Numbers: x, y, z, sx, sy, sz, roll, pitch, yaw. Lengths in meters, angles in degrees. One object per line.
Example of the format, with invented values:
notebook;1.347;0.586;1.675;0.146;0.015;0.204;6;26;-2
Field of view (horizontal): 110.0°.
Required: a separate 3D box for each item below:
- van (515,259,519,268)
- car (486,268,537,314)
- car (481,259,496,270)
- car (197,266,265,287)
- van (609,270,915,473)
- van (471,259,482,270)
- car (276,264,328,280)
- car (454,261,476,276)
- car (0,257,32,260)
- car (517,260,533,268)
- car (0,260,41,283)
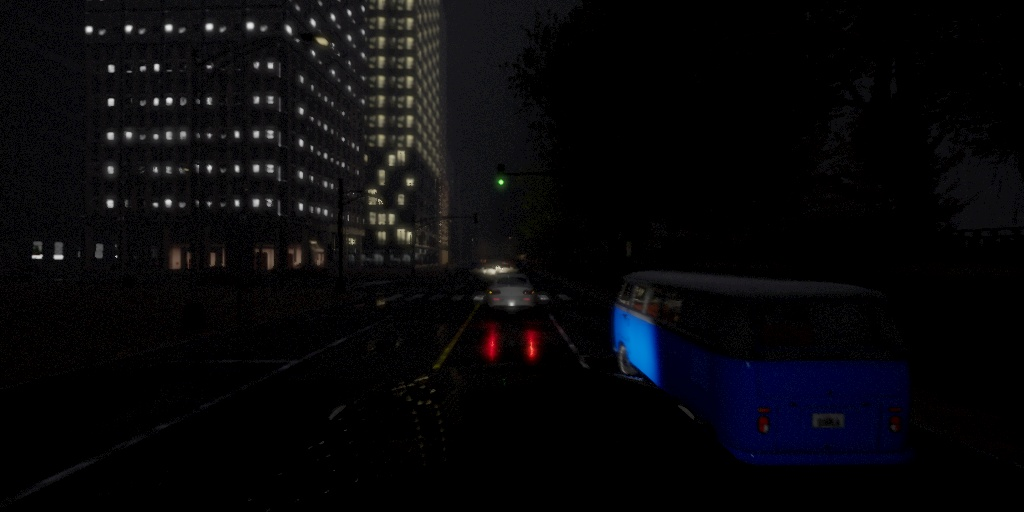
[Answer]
van;1.802;1.455;53.842;1.690;1.789;3.998;0;0;-2
car;-0.004;1.367;14.232;1.812;1.442;4.674;0;0;0
car;-3.793;1.644;61.445;1.882;1.535;5.008;0;0;-1
car;-18.231;1.311;23.022;4.207;1.307;1.802;0;0;4
van;2.562;1.113;4.754;1.690;1.789;3.998;0;0;0
van;-6.560;1.528;64.559;1.690;1.789;3.998;0;0;-2
car;-18.199;1.348;31.136;4.207;1.307;1.802;0;0;4
car;-5.790;1.590;42.387;2.007;1.370;4.403;0;0;-1
car;-45.654;0.913;32.456;4.097;1.591;1.967;0;0;1
car;1.947;1.603;48.469;1.751;1.417;4.829;0;0;-1
car;-34.758;1.133;23.904;4.207;1.307;1.802;0;0;3
